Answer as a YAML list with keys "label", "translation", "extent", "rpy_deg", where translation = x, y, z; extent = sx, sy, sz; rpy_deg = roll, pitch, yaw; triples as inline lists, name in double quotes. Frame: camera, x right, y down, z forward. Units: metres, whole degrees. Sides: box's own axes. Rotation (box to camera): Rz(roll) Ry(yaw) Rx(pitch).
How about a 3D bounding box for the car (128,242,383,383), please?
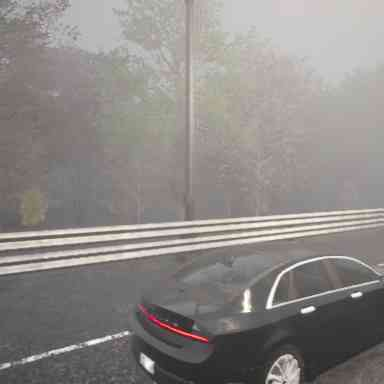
- label: "car"
  translation: [1.506, 1.500, 4.831]
  extent: [4.892, 1.490, 1.837]
  rpy_deg: [0, 0, -36]
